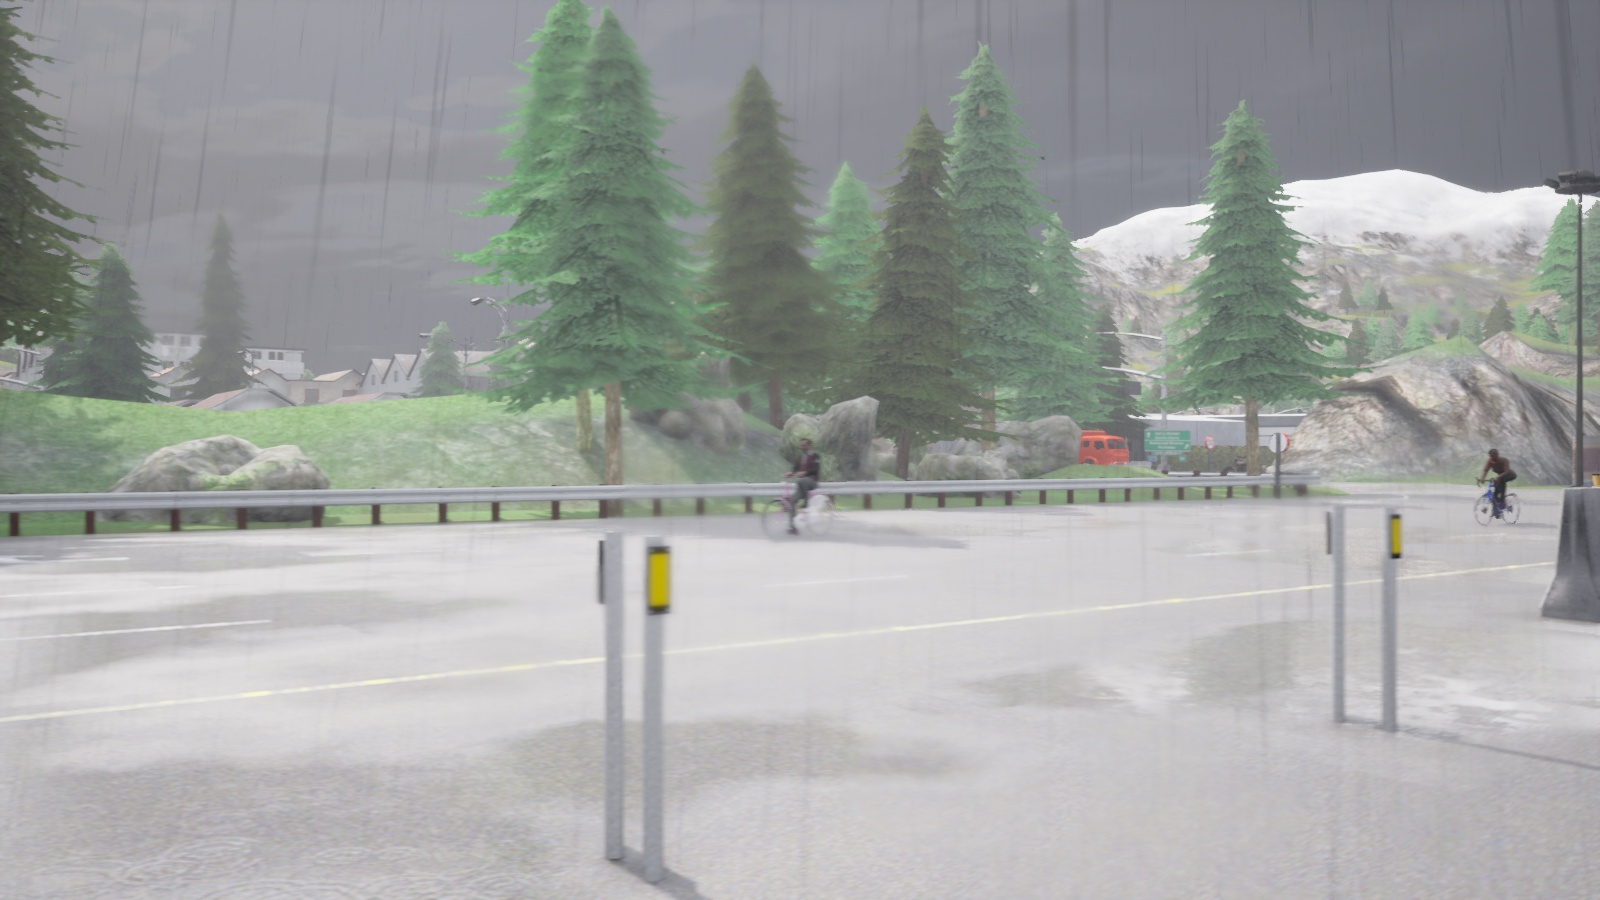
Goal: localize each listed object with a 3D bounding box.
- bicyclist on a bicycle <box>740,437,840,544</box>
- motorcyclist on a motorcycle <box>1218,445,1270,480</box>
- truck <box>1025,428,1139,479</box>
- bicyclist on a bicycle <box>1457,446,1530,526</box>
[{"bbox_3d":[-0.152,0.669,21.674,0.659,1.776,1.843,0,0,42],"label":"bicyclist on a bicycle"},{"bbox_3d":[21.068,0.601,59.625,0.766,1.649,2.350,0,0,-35],"label":"motorcyclist on a motorcycle"},{"bbox_3d":[14.162,0.195,63.365,2.627,2.467,5.204,0,-1,-35],"label":"truck"},{"bbox_3d":[14.555,0.732,26.354,1.656,1.620,0.582,-1,0,-31],"label":"bicyclist on a bicycle"}]
